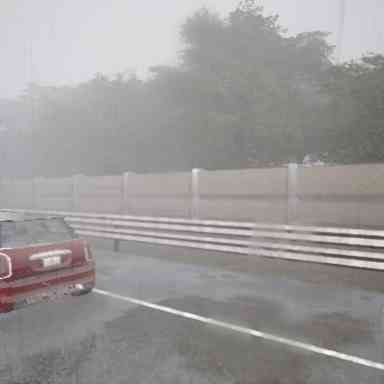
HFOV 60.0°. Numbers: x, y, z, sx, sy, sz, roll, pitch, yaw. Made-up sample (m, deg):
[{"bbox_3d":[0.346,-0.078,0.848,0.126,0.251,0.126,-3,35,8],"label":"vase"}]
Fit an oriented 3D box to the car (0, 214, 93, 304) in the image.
[{"bbox_3d":[-4.069,1.172,6.783,4.553,1.767,2.097,0,0,36],"label":"car"}]
